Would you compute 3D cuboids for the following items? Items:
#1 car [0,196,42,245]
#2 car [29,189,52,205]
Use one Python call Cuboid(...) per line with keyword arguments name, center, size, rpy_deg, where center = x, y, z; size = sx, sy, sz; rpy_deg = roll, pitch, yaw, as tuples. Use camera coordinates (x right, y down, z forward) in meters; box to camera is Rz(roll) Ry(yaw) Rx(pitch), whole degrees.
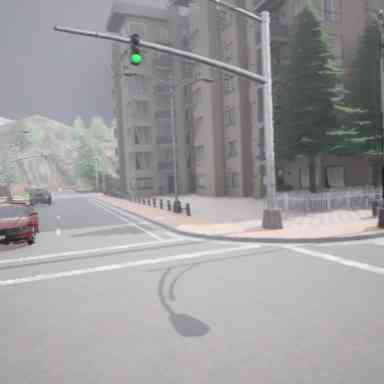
Cuboid(name="car", center=(-7.432, 1.221, 13.662), size=(1.882, 1.535, 5.008), rpy_deg=(-4, 3, -22))
Cuboid(name="car", center=(-16.731, 0.491, 36.773), size=(2.097, 1.767, 4.553), rpy_deg=(-4, 3, -22))
